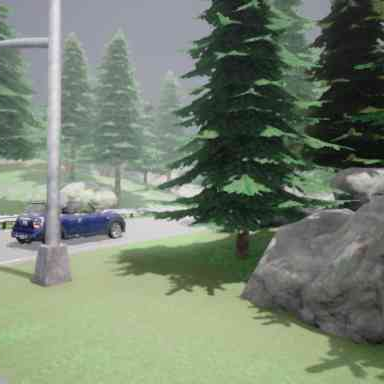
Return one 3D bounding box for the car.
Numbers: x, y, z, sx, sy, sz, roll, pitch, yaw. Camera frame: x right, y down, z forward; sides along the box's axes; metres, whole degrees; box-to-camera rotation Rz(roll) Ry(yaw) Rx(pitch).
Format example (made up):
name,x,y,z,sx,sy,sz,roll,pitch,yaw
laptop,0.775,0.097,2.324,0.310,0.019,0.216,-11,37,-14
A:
name,x,y,z,sx,sy,sz,roll,pitch,yaw
car,-4.975,1.132,14.097,2.097,1.767,4.553,1,1,35
